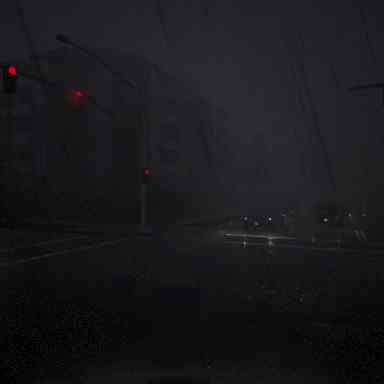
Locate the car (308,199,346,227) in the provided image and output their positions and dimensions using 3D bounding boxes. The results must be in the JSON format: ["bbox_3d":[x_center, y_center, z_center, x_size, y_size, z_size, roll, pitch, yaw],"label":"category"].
[{"bbox_3d":[9.331,1.505,22.817,1.837,1.490,4.892,0,0,25],"label":"car"}]

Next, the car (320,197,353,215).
[{"bbox_3d":[13.588,1.478,31.238,1.882,1.535,5.008,0,0,30],"label":"car"}]

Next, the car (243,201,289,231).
[{"bbox_3d":[4.625,1.526,20.998,1.812,1.442,4.674,0,0,25],"label":"car"}]

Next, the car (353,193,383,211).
[{"bbox_3d":[21.740,1.218,41.942,5.566,2.045,2.150,-1,0,-44],"label":"car"}]

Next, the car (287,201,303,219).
[{"bbox_3d":[8.715,1.547,29.672,2.033,1.411,5.357,0,0,26],"label":"car"}]
